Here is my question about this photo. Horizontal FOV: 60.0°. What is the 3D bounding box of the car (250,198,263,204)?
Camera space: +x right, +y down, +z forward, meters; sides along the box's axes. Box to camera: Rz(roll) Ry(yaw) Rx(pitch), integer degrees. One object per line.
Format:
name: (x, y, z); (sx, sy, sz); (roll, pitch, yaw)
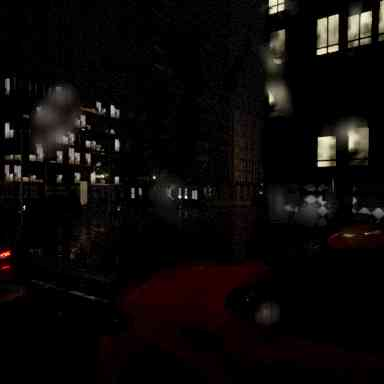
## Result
car: (11.629, 1.793, 55.953); (2.033, 1.411, 5.357); (1, 0, 37)

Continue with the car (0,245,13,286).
car: (-6.128, 1.522, 8.041); (4.674, 1.442, 1.812); (0, 0, 35)

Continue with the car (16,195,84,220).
car: (-12.245, 1.280, 29.174); (2.150, 2.045, 5.566); (1, 0, 39)

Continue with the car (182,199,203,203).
car: (-0.154, 1.676, 45.448); (1.812, 1.442, 4.674); (1, 0, 36)

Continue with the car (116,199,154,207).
car: (-6.309, 1.595, 37.198); (2.128, 1.511, 4.902); (1, 0, 37)

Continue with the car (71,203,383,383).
car: (1.773, 1.222, 2.421); (5.566, 2.045, 2.150); (0, 0, 35)
